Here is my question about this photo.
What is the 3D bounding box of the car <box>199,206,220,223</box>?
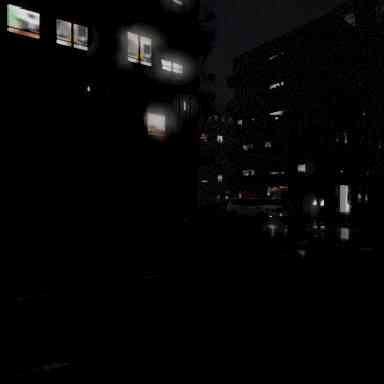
[{"bbox_3d":[1.738,1.875,28.655,1.802,1.307,4.206,-1,0,-36],"label":"car"}]

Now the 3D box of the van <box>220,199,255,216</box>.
[{"bbox_3d":[5.146,1.676,38.094,1.690,1.788,3.998,-1,0,-36],"label":"van"}]

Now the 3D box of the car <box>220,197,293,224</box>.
[{"bbox_3d":[5.298,1.471,28.146,2.150,2.045,5.566,0,-1,-36],"label":"car"}]

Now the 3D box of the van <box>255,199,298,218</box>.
[{"bbox_3d":[8.469,1.603,33.584,1.690,1.788,3.998,-1,0,-36],"label":"van"}]
